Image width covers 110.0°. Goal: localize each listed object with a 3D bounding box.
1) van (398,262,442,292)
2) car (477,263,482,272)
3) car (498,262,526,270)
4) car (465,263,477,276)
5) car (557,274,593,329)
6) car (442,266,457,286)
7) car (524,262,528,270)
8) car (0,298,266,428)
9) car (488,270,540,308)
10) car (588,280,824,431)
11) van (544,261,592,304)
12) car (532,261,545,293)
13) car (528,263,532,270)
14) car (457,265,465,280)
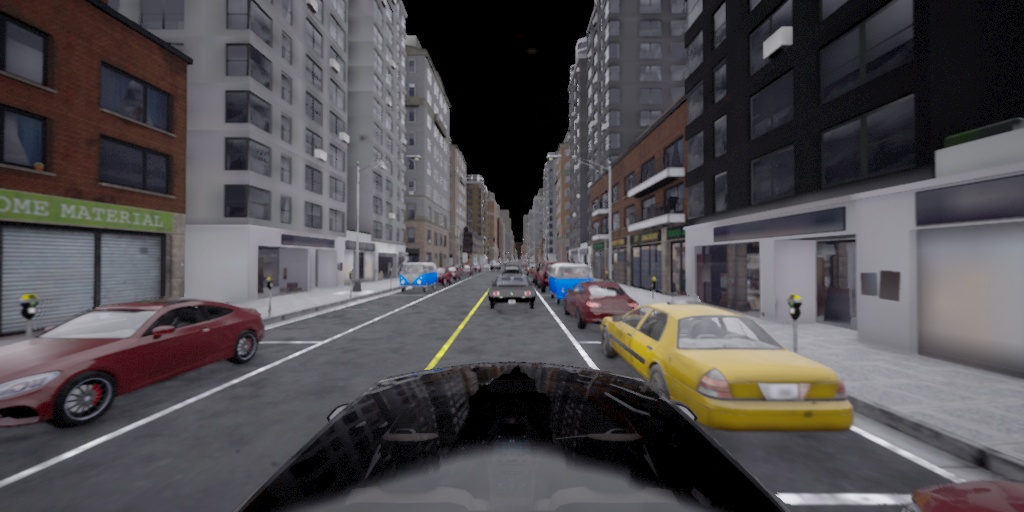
[{"bbox_3d":[-5.849,1.291,22.641,1.690,1.789,3.998,0,0,0],"label":"van"},{"bbox_3d":[-5.836,1.771,56.562,1.967,1.591,4.097,0,0,0],"label":"car"},{"bbox_3d":[0.017,1.541,31.141,1.837,1.490,4.892,0,0,0],"label":"car"},{"bbox_3d":[-5.840,1.775,45.253,1.802,1.307,4.207,0,0,0],"label":"car"},{"bbox_3d":[2.671,1.425,11.311,1.802,1.307,4.207,0,0,0],"label":"car"},{"bbox_3d":[-5.847,1.549,28.296,1.888,1.381,4.507,0,0,0],"label":"car"},{"bbox_3d":[2.685,1.633,45.241,1.967,1.591,4.097,0,0,0],"label":"car"},{"bbox_3d":[-5.857,1.370,5.676,1.802,1.307,4.207,0,0,0],"label":"car"},{"bbox_3d":[0.007,1.488,15.946,1.895,1.301,4.718,0,-1,0],"label":"car"},{"bbox_3d":[2.669,1.314,5.824,1.751,1.417,4.829,0,0,0],"label":"car"},{"bbox_3d":[2.674,1.238,16.966,1.690,1.789,3.998,0,0,0],"label":"van"},{"bbox_3d":[2.676,1.265,22.623,2.192,1.841,5.009,0,0,0],"label":"car"},{"bbox_3d":[2.678,1.319,28.279,2.192,1.841,5.009,0,0,0],"label":"car"},{"bbox_3d":[-5.845,1.643,33.949,1.802,1.307,4.207,0,0,0],"label":"car"}]
